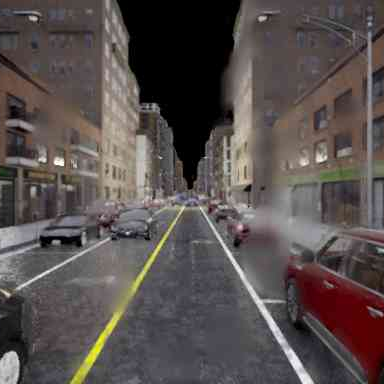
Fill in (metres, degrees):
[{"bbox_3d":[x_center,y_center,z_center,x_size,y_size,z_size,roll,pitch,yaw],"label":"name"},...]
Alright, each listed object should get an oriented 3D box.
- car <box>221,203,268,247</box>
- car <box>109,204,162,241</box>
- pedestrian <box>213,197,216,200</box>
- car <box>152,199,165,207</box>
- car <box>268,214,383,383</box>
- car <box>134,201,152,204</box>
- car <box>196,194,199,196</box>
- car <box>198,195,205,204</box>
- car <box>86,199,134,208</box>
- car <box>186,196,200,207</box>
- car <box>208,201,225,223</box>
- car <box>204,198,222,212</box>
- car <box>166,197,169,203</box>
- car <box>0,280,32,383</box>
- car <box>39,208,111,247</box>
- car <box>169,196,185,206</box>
[{"bbox_3d":[2.640,1.508,15.392,1.967,1.590,4.097,0,0,0],"label":"car"},{"bbox_3d":[-2.847,1.579,17.147,1.837,1.490,4.892,0,0,0],"label":"car"},{"bbox_3d":[2.755,1.474,41.475,0.375,1.860,0.375,0,0,-10],"label":"pedestrian"},{"bbox_3d":[-5.381,1.795,49.478,1.802,1.307,4.206,0,0,0],"label":"car"},{"bbox_3d":[2.639,1.333,4.031,2.192,1.841,5.009,0,0,0],"label":"car"},{"bbox_3d":[-5.383,1.581,32.434,1.967,1.590,4.097,0,0,0],"label":"car"},{"bbox_3d":[2.650,1.920,87.442,2.008,1.369,4.403,0,0,0],"label":"car"},{"bbox_3d":[4.066,1.880,66.895,5.357,1.411,2.033,0,0,-21],"label":"car"},{"bbox_3d":[-5.384,1.407,21.070,2.192,1.841,5.009,0,0,0],"label":"car"},{"bbox_3d":[0.025,1.761,54.612,1.812,1.442,4.674,0,0,1],"label":"car"},{"bbox_3d":[2.641,1.667,26.754,2.008,1.369,4.403,0,0,0],"label":"car"},{"bbox_3d":[2.755,1.646,38.470,1.882,1.535,5.008,0,0,0],"label":"car"},{"bbox_3d":[-5.380,1.788,55.160,2.008,1.369,4.403,0,0,0],"label":"car"},{"bbox_3d":[-2.809,1.514,2.024,1.837,1.490,4.892,0,0,0],"label":"car"},{"bbox_3d":[-5.385,1.633,15.388,1.947,1.339,4.313,0,0,0],"label":"car"},{"bbox_3d":[-2.743,1.861,61.128,1.994,1.385,4.181,0,0,0],"label":"car"}]
